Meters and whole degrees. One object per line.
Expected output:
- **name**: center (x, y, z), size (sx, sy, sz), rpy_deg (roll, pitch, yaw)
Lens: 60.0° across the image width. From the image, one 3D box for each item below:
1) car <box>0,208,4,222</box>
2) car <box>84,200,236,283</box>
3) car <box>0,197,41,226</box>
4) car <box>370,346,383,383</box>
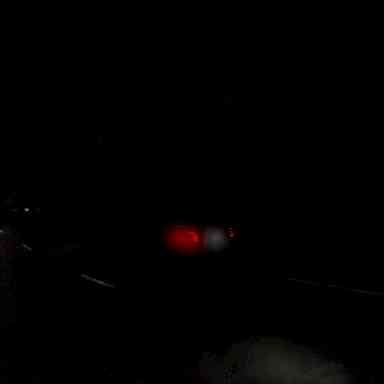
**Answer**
- **car**: center (-11.086, 1.648, 16.929), size (1.812, 1.442, 4.674), rpy_deg (0, 0, -38)
- **car**: center (-1.226, 1.269, 10.208), size (2.150, 2.045, 5.566), rpy_deg (0, 0, -44)
- **car**: center (-13.321, 1.390, 25.699), size (2.150, 2.045, 5.566), rpy_deg (0, 0, -37)
- **car**: center (3.522, 1.516, 1.668), size (4.674, 1.442, 1.812), rpy_deg (0, 0, 34)
